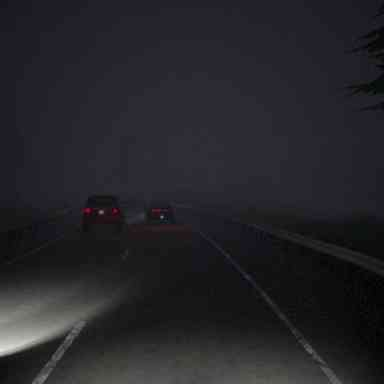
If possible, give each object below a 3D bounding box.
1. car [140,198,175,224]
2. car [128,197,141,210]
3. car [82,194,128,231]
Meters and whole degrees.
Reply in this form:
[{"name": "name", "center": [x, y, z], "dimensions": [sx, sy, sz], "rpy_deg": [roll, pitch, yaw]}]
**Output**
[{"name": "car", "center": [-2.400, 1.405, 23.837], "dimensions": [2.128, 1.511, 4.902], "rpy_deg": [0, 0, -11]}, {"name": "car", "center": [-6.879, 1.335, 40.314], "dimensions": [1.882, 1.535, 5.008], "rpy_deg": [0, 0, -19]}, {"name": "car", "center": [-5.235, 1.152, 20.188], "dimensions": [2.150, 2.045, 5.566], "rpy_deg": [0, 0, -10]}]
